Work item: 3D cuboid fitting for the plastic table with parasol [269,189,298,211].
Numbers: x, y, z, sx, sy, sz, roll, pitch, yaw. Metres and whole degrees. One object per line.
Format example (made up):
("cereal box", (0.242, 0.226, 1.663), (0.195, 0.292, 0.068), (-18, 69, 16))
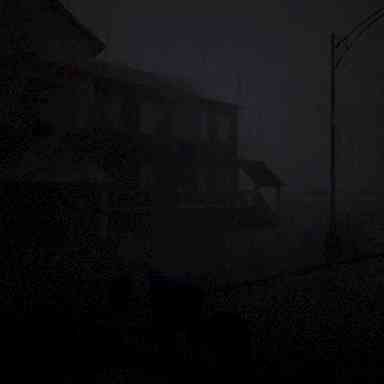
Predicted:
("plastic table with parasol", (11.139, 0.946, 40.551), (2.482, 2.480, 2.482), (0, 0, -35))
